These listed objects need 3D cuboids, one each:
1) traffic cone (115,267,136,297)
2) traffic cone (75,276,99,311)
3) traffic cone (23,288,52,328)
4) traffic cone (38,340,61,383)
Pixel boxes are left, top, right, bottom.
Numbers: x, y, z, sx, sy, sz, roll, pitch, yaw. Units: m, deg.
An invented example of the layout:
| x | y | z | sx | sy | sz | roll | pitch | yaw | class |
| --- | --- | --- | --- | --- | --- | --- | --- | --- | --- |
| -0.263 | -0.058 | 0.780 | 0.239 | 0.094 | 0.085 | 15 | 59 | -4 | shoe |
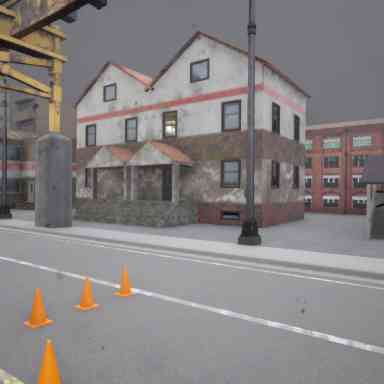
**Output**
| x | y | z | sx | sy | sz | roll | pitch | yaw | class |
| --- | --- | --- | --- | --- | --- | --- | --- | --- | --- |
| -1.466 | 1.949 | 7.311 | 0.340 | 0.580 | 0.340 | 0 | 0 | 36 | traffic cone |
| -2.051 | 1.949 | 6.500 | 0.340 | 0.580 | 0.340 | 0 | 0 | 36 | traffic cone |
| -2.635 | 1.949 | 5.689 | 0.340 | 0.580 | 0.340 | 0 | 0 | 36 | traffic cone |
| -1.597 | 1.952 | 3.708 | 0.340 | 0.580 | 0.340 | 0 | 0 | 36 | traffic cone |
